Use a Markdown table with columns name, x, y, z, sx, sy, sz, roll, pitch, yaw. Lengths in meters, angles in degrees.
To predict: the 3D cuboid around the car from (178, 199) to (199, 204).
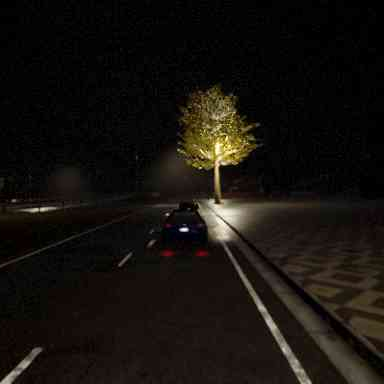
| name | x | y | z | sx | sy | sz | roll | pitch | yaw |
| --- | --- | --- | --- | --- | --- | --- | --- | --- | --- |
| car | -0.325 | 1.403 | 32.890 | 2.128 | 1.511 | 4.902 | 0 | 0 | 0 |

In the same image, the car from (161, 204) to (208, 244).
| name | x | y | z | sx | sy | sz | roll | pitch | yaw |
| --- | --- | --- | --- | --- | --- | --- | --- | --- | --- |
| car | -0.320 | 1.489 | 15.455 | 1.994 | 1.385 | 4.181 | 0 | 0 | 0 |
